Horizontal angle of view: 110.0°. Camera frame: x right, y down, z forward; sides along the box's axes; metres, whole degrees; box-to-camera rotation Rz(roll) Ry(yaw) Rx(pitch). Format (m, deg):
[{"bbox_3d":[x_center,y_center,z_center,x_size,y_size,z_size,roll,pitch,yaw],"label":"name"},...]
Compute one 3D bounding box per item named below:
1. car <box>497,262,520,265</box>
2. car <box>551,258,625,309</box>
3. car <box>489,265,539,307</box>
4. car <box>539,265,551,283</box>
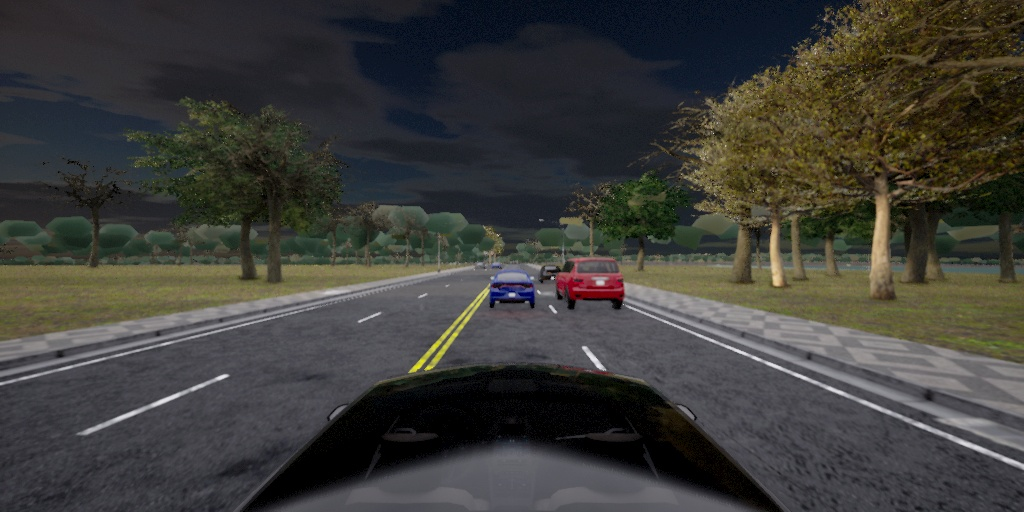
[{"bbox_3d":[0.016,1.392,30.924,2.097,1.767,4.553,0,-1,0],"label":"car"},{"bbox_3d":[3.258,1.103,15.887,2.150,2.045,5.566,0,0,0],"label":"car"},{"bbox_3d":[0.013,1.369,16.328,1.882,1.535,5.008,0,0,0],"label":"car"},{"bbox_3d":[3.268,1.552,31.146,1.837,1.490,4.892,0,0,0],"label":"car"}]
